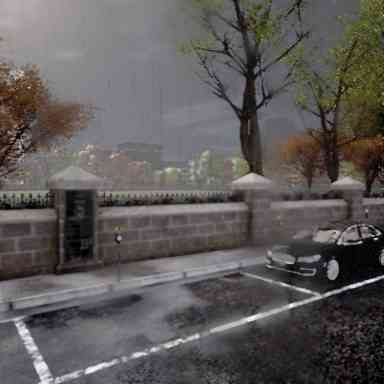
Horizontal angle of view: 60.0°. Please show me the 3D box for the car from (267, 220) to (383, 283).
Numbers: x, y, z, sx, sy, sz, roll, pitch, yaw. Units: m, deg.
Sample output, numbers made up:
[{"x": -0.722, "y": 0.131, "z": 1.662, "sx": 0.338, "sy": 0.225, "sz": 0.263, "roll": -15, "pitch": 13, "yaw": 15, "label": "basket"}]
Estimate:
[{"x": 3.992, "y": 1.507, "z": 9.404, "sx": 4.403, "sy": 1.369, "sz": 2.008, "roll": 0, "pitch": 0, "yaw": -35, "label": "car"}]
